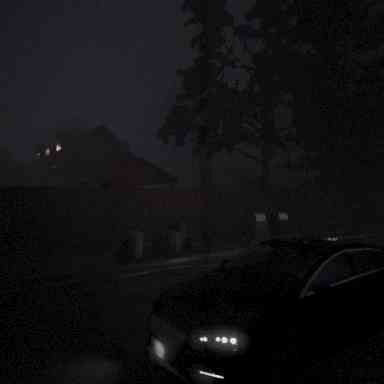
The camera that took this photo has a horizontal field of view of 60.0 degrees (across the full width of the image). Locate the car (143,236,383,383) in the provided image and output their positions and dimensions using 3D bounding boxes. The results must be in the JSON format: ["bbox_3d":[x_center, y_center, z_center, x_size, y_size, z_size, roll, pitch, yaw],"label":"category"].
[{"bbox_3d":[1.663,1.492,5.097,4.902,1.511,2.128,0,0,-34],"label":"car"}]
